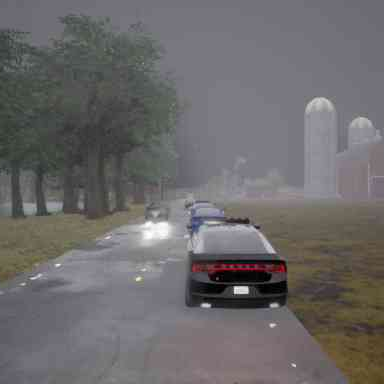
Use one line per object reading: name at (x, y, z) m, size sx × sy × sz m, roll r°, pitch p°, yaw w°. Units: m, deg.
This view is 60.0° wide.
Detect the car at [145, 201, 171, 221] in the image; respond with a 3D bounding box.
car at (-2.792, 1.515, 27.852) m, size 2.128 × 1.511 × 4.902 m, roll 0°, pitch 0°, yaw 0°

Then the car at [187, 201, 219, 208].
car at (0.799, 1.487, 17.998) m, size 1.882 × 1.535 × 5.008 m, roll 0°, pitch 0°, yaw 0°

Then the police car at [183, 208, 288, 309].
police car at (0.813, 1.428, 8.107) m, size 1.930 × 1.638 × 5.238 m, roll 0°, pitch 0°, yaw 0°

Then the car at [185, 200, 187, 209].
car at (-0.040, 1.700, 47.064) m, size 1.895 × 1.301 × 4.718 m, roll 0°, pitch 0°, yaw 1°

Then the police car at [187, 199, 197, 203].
police car at (0.791, 1.443, 24.108) m, size 1.930 × 1.638 × 5.238 m, roll 0°, pitch 0°, yaw 0°
